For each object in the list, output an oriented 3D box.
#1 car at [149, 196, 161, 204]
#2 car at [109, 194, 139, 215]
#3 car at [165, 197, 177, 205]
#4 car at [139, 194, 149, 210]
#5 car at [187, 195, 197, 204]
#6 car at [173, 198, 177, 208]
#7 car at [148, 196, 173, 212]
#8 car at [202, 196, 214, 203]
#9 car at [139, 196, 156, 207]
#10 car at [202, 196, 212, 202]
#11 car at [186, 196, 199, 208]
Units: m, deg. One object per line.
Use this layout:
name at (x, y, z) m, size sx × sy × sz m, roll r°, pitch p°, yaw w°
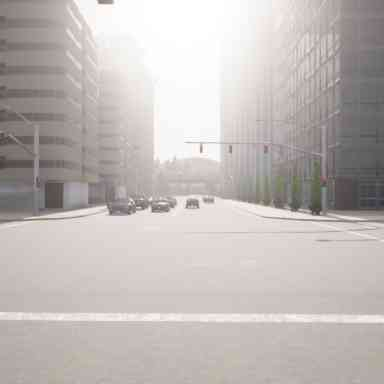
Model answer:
car at (-7.095, 1.505, 64.385) m, size 1.837 × 1.490 × 4.892 m, roll 0°, pitch 0°, yaw 0°
car at (-7.127, 1.352, 34.397) m, size 2.097 × 1.767 × 4.553 m, roll 0°, pitch 0°, yaw 0°
car at (-3.623, 1.601, 57.869) m, size 1.895 × 1.301 × 4.718 m, roll 0°, pitch 0°, yaw 0°
car at (-7.131, 1.221, 43.986) m, size 2.150 × 2.045 × 5.566 m, roll 0°, pitch 0°, yaw 0°
car at (0.050, 1.477, 66.279) m, size 1.882 × 1.535 × 5.008 m, roll 0°, pitch 0°, yaw 0°
car at (-3.633, 1.352, 48.100) m, size 2.097 × 1.767 × 4.553 m, roll 0°, pitch 0°, yaw 0°
car at (-3.630, 1.505, 38.896) m, size 1.837 × 1.490 × 4.892 m, roll 0°, pitch 0°, yaw 0°
car at (3.448, 1.505, 67.456) m, size 1.837 × 1.490 × 4.892 m, roll 0°, pitch 0°, yaw 0°
car at (-7.131, 1.491, 53.946) m, size 2.128 × 1.511 × 4.902 m, roll 0°, pitch 0°, yaw 0°
car at (3.442, 1.528, 76.123) m, size 1.994 × 1.385 × 4.181 m, roll 0°, pitch 0°, yaw 0°
car at (0.061, 1.506, 48.876) m, size 1.837 × 1.490 × 4.892 m, roll 0°, pitch 0°, yaw 0°
